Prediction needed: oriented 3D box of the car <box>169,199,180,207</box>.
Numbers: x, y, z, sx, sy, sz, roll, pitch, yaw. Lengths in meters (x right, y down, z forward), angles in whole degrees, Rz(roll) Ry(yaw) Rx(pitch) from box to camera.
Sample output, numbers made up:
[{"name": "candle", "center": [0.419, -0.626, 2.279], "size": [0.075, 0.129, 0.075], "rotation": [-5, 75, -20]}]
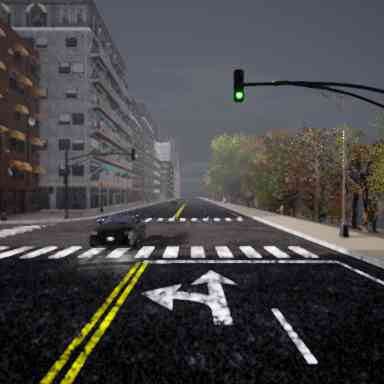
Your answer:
[{"name": "car", "center": [-3.329, 2.094, 63.127], "size": [1.994, 1.385, 4.181], "rotation": [0, 0, 0]}]

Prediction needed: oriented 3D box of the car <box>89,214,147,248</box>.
[{"name": "car", "center": [-3.274, 1.723, 15.342], "size": [1.994, 1.385, 4.181], "rotation": [0, -1, 0]}]
